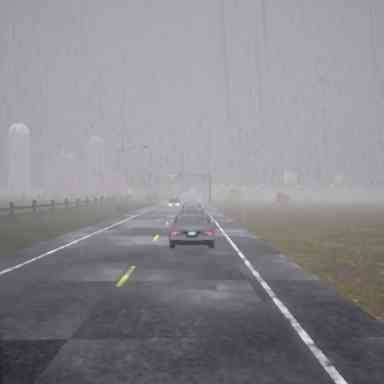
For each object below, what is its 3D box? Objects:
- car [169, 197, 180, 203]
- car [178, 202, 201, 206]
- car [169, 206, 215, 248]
[{"bbox_3d":[-3.500,1.600,66.621,1.895,1.301,4.718,0,0,0],"label":"car"},{"bbox_3d":[0.000,1.603,29.682,1.895,1.301,4.718,0,0,0],"label":"car"},{"bbox_3d":[0.000,1.558,14.652,2.033,1.411,5.357,0,0,0],"label":"car"}]
